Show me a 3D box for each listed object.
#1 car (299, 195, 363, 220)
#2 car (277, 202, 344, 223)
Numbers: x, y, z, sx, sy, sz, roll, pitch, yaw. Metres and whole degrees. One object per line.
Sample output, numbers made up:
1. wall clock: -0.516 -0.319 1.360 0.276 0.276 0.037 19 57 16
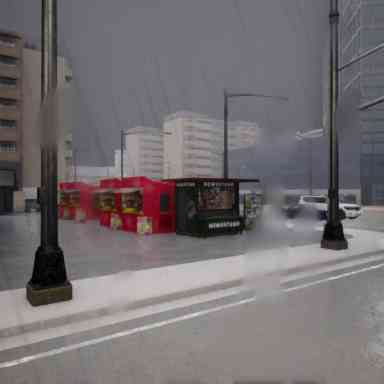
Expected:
1. car: 12.010 1.331 29.424 2.150 2.045 5.566 0 0 -36
2. car: 9.378 1.711 27.100 1.895 1.301 4.718 0 -1 -37
